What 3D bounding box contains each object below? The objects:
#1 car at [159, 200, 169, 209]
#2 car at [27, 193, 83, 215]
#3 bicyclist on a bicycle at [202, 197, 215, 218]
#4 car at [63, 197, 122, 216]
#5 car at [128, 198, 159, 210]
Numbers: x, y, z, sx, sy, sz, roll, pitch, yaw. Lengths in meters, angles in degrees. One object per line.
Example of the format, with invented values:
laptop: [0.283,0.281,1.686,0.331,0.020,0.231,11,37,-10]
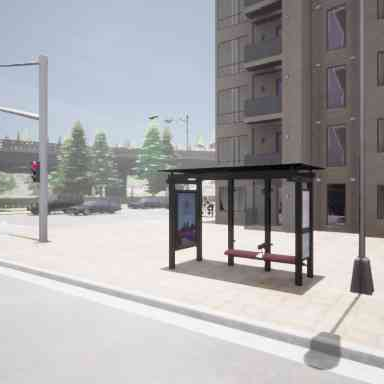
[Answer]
car: [-1.426,1.545,41.943,4.718,1.301,1.895,0,0,-43]
car: [-13.294,1.166,32.962,2.150,2.045,5.566,0,0,37]
bicyclist on a bicycle: [1.253,1.245,26.671,1.656,1.620,0.582,0,0,36]
car: [-9.361,1.492,32.414,2.033,1.411,5.357,0,0,37]
car: [-5.621,1.492,42.672,2.033,1.411,5.357,0,0,41]
